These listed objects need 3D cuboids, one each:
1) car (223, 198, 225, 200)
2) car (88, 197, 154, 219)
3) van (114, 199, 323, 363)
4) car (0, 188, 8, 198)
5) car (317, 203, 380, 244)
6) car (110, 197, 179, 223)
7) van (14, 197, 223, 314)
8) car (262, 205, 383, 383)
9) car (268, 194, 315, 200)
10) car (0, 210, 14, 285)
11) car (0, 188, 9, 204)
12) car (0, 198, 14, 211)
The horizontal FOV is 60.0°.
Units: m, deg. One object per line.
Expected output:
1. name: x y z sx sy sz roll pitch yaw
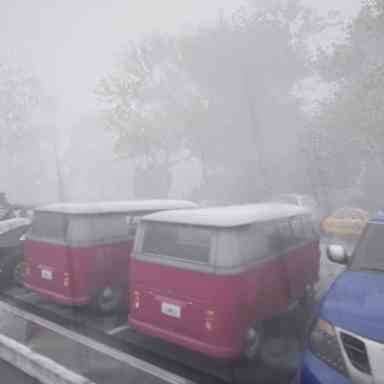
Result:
1. car: 1.288 1.192 21.722 2.185 1.767 4.553 1 1 35
2. car: -5.515 1.184 26.524 2.231 1.521 4.892 1 1 35
3. van: 0.989 1.234 5.995 1.878 1.987 4.442 1 1 35
4. car: -10.519 0.983 13.993 2.435 2.045 5.566 1 1 35
5. car: 8.165 1.449 17.026 1.946 1.575 5.366 1 1 35
6. car: -3.363 1.225 24.761 1.946 1.575 5.366 1 1 35
7. van: -1.296 1.189 7.618 1.878 1.987 4.442 1 1 35
8. car: 3.191 1.254 4.253 2.435 2.045 5.566 1 1 35
9. car: 5.815 1.156 18.503 2.435 2.045 5.566 1 1 35
10. car: -3.655 1.371 9.143 2.231 1.521 4.892 1 1 35
11. car: -26.092 0.526 41.101 2.435 2.045 5.566 1 1 35
12. car: -5.916 1.199 10.796 2.185 1.767 4.553 1 1 35
